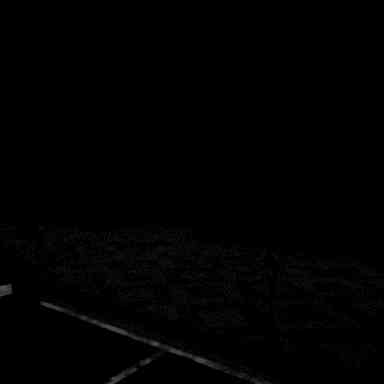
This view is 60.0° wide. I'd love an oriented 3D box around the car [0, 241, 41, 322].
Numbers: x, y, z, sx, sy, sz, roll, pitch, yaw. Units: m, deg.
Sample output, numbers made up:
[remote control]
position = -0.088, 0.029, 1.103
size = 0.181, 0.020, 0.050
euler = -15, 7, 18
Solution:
[car]
position = -4.568, 1.519, 6.229
size = 4.313, 1.339, 1.947
euler = 0, 0, 36
